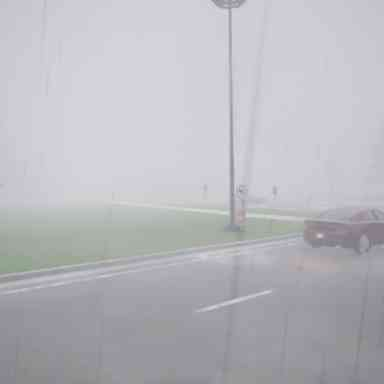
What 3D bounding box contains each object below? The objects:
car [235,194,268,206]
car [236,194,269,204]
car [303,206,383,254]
[{"bbox_3d":[7.295,0.961,44.267,1.882,1.535,5.008,-1,1,-35],"label":"car"},{"bbox_3d":[8.739,1.026,48.329,1.895,1.301,4.718,-1,1,-35],"label":"car"},{"bbox_3d":[6.308,1.276,12.572,5.008,1.535,1.882,-1,1,-35],"label":"car"}]
